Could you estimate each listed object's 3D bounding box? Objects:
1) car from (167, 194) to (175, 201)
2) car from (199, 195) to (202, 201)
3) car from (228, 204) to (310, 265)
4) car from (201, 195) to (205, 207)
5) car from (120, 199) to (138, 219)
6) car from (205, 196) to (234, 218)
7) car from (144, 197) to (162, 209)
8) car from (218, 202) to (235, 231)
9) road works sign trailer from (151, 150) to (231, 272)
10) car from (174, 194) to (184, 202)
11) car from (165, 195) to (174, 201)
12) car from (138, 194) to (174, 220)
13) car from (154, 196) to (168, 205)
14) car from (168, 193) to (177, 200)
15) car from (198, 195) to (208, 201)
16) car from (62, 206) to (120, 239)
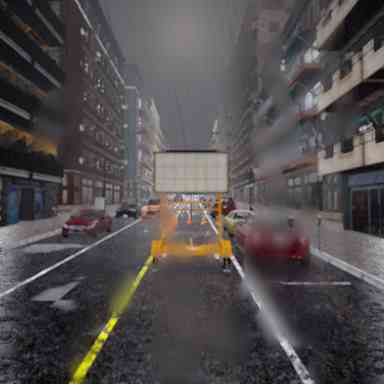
[{"bbox_3d":[-5.283,1.396,85.118,1.752,1.417,4.829,2,0,0],"label":"car"},{"bbox_3d":[2.593,1.475,56.962,1.947,1.339,4.313,2,0,0],"label":"car"},{"bbox_3d":[2.594,1.421,11.645,1.967,1.590,4.097,2,0,0],"label":"car"},{"bbox_3d":[2.594,1.451,45.802,1.752,1.417,4.829,2,0,0],"label":"car"},{"bbox_3d":[-5.288,1.518,28.644,1.947,1.339,4.313,2,0,0],"label":"car"},{"bbox_3d":[2.599,1.268,28.638,2.192,1.841,5.009,2,0,0],"label":"car"},{"bbox_3d":[-5.286,1.477,45.638,2.008,1.369,4.403,2,0,0],"label":"car"},{"bbox_3d":[2.592,1.496,17.479,1.752,1.417,4.829,2,0,0],"label":"car"},{"bbox_3d":[-0.021,0.446,10.717,2.380,3.560,2.880,0,0,0],"label":"road works sign trailer"},{"bbox_3d":[-2.745,1.410,69.187,1.812,1.442,4.674,0,0,0],"label":"car"},{"bbox_3d":[-5.284,1.402,79.454,1.752,1.417,4.829,2,0,0],"label":"car"},{"bbox_3d":[-2.847,1.306,27.379,2.097,1.767,4.553,0,0,0],"label":"car"},{"bbox_3d":[-5.285,1.453,56.967,1.887,1.381,4.507,2,0,0],"label":"car"},{"bbox_3d":[-5.275,1.179,90.953,2.192,1.841,5.009,2,0,0],"label":"car"},{"bbox_3d":[2.595,1.428,79.618,2.008,1.369,4.403,2,0,0],"label":"car"},{"bbox_3d":[-5.289,1.552,17.315,1.802,1.307,4.206,2,0,0],"label":"car"}]
